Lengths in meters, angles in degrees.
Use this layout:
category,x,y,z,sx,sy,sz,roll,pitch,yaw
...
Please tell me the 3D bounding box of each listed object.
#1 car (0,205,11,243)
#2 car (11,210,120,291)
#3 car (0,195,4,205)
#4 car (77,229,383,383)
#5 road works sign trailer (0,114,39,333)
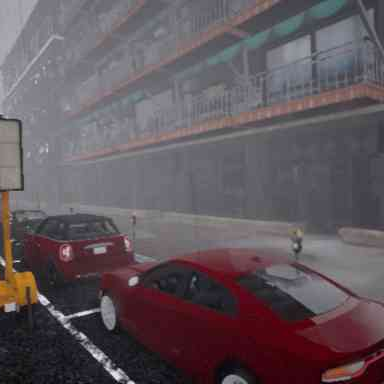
category,x,y,z,sx,sy,sz,roll,pitch,yaw
car,-6.682,1.375,13.234,2.008,1.369,4.403,-2,2,-38
car,-3.208,1.289,8.796,1.967,1.590,4.097,-2,2,-38
car,-13.644,1.090,22.099,2.192,1.841,5.009,-2,2,-38
car,0.273,1.417,4.363,1.887,1.381,4.507,-2,2,-38
road works sign trailer,-4.197,0.415,5.643,2.380,3.560,2.880,-3,2,-38
